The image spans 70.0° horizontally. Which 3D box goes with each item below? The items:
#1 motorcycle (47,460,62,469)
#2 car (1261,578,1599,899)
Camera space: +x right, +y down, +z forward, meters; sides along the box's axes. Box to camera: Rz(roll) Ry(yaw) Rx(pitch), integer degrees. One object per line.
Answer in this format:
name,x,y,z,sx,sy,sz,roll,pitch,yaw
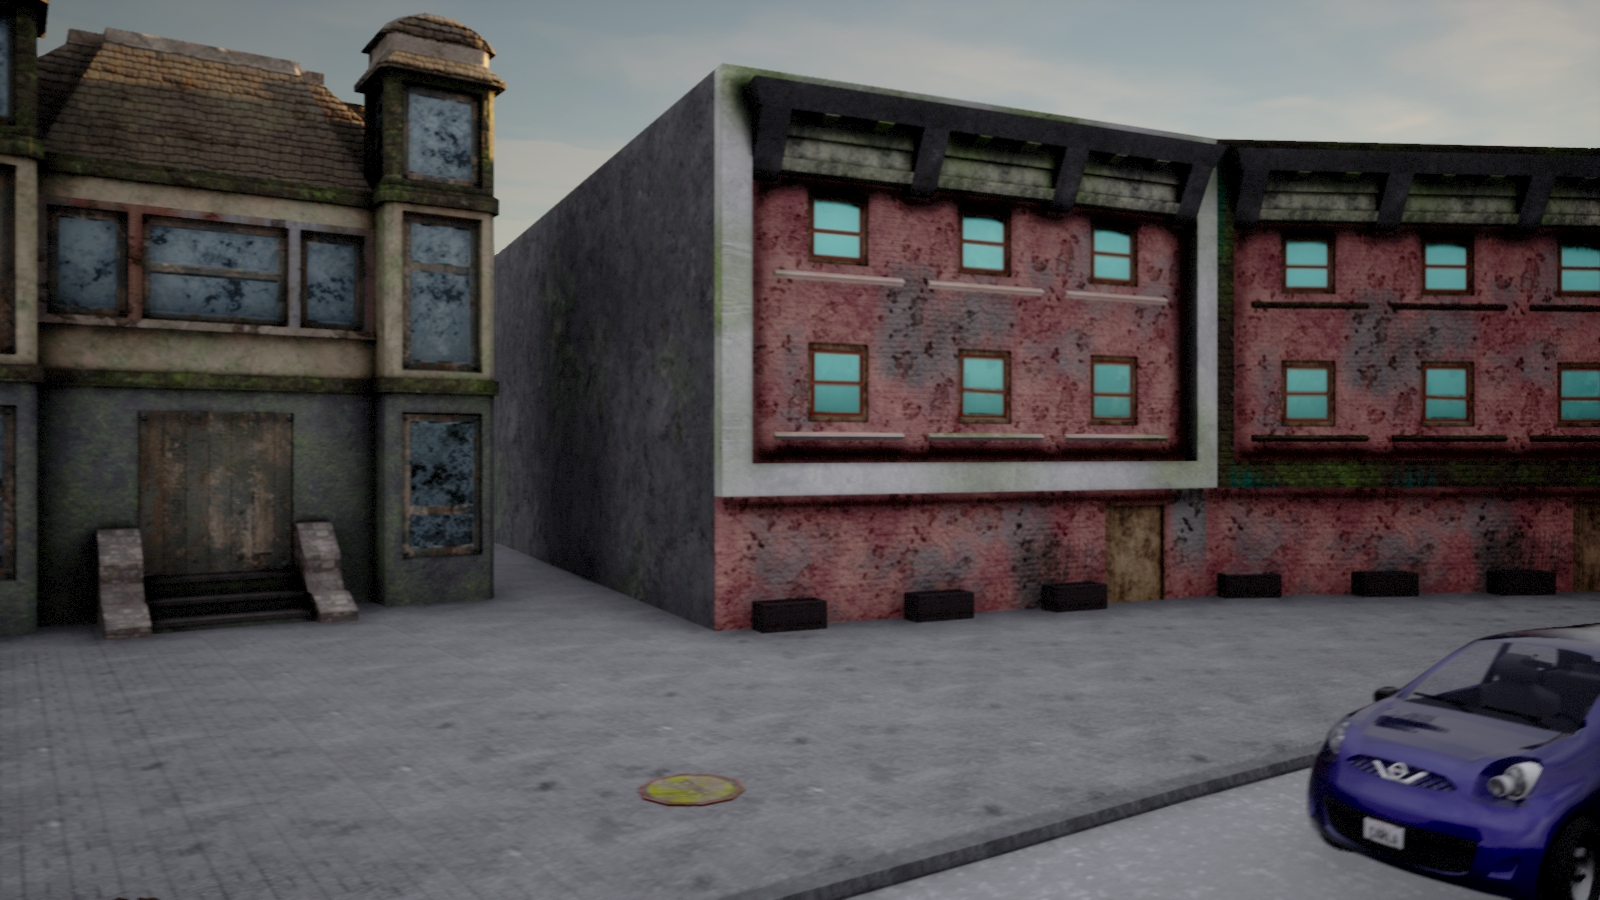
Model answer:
motorcycle,-103.791,1.962,159.084,1.805,1.236,0.856,0,0,-35
car,5.209,1.818,7.890,3.633,1.501,1.845,0,0,-28
